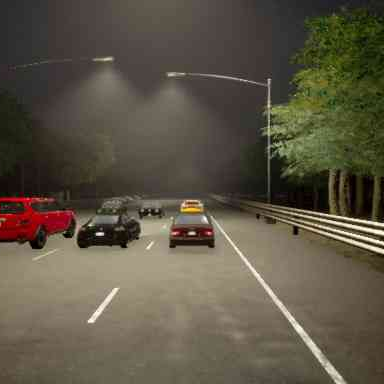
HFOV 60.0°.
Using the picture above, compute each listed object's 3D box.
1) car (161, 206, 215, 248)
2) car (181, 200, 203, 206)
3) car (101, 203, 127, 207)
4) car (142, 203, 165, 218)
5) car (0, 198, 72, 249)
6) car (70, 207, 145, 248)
[{"bbox_3d":[0.001,1.558,14.650,2.033,1.411,5.357,0,0,0],"label":"car"},{"bbox_3d":[0.001,1.466,29.649,1.882,1.535,5.008,0,0,0],"label":"car"},{"bbox_3d":[-6.999,1.597,29.680,1.895,1.301,4.718,0,0,0],"label":"car"},{"bbox_3d":[-3.499,1.597,29.680,1.895,1.301,4.718,0,0,0],"label":"car"},{"bbox_3d":[-6.999,1.252,14.680,2.150,2.045,5.566,0,0,0],"label":"car"},{"bbox_3d":[-3.499,1.567,14.650,1.994,1.385,4.181,0,0,0],"label":"car"}]
